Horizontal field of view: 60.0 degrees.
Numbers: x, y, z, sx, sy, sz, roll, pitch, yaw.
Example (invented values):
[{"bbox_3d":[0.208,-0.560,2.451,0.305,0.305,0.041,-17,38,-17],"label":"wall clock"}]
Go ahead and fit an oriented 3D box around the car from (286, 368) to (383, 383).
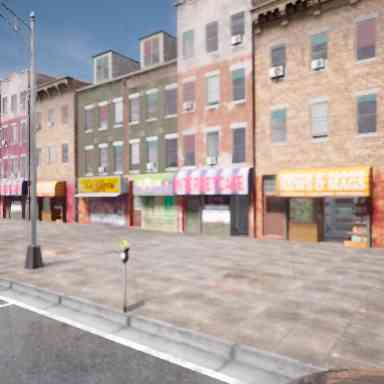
[{"bbox_3d":[2.271,1.538,1.188,4.403,1.369,2.008,-1,0,36],"label":"car"}]
